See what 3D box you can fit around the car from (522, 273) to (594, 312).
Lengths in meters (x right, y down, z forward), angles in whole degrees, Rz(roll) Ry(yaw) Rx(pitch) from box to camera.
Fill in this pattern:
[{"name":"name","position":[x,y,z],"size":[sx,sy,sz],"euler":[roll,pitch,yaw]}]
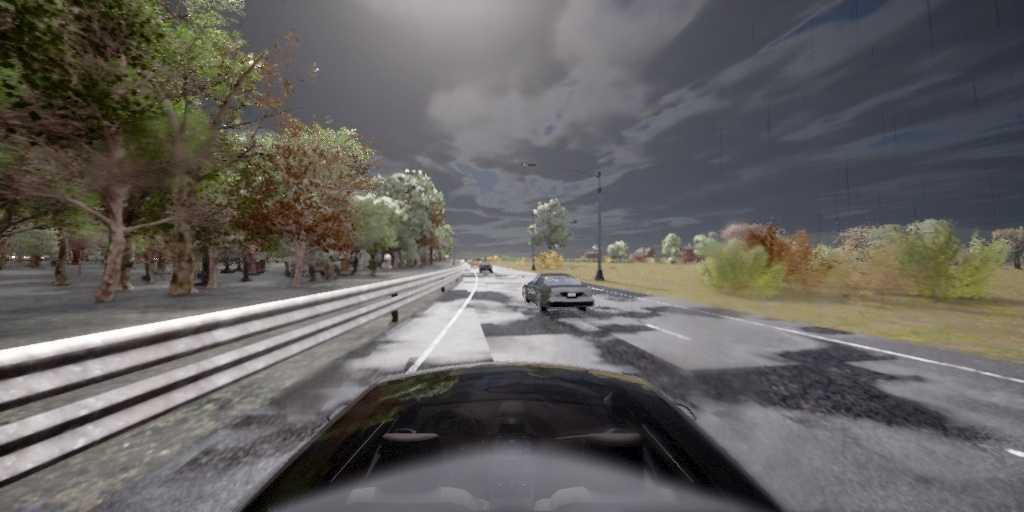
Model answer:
[{"name":"car","position":[1.737,1.436,15.091],"size":[2.033,1.411,5.357],"euler":[0,-1,-8]}]

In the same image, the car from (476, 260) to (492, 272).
[{"name":"car","position":[-4.093,1.723,54.992],"size":[1.837,1.490,4.892],"euler":[0,0,-8]}]
